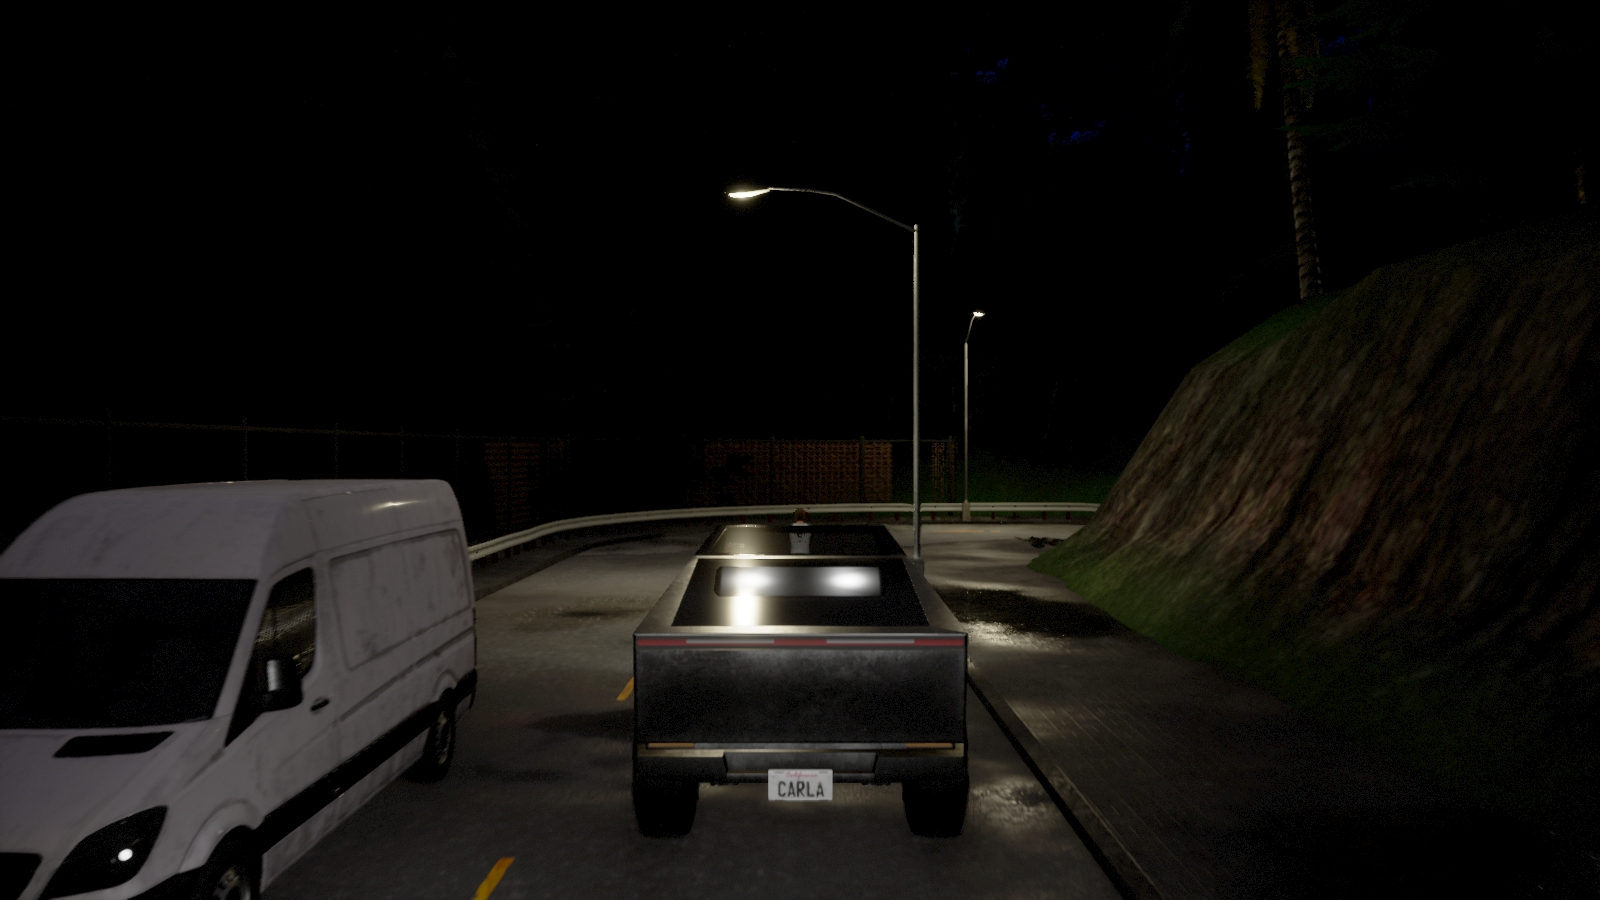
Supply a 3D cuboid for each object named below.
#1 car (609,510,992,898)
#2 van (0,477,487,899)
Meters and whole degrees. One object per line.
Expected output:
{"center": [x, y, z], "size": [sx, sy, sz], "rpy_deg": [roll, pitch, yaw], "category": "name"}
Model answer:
{"center": [0.003, 1.752, 10.274], "size": [2.390, 2.098, 6.274], "rpy_deg": [0, 0, 0], "category": "car"}
{"center": [-4.001, 1.534, 8.014], "size": [1.988, 2.561, 5.915], "rpy_deg": [0, 0, 0], "category": "van"}
